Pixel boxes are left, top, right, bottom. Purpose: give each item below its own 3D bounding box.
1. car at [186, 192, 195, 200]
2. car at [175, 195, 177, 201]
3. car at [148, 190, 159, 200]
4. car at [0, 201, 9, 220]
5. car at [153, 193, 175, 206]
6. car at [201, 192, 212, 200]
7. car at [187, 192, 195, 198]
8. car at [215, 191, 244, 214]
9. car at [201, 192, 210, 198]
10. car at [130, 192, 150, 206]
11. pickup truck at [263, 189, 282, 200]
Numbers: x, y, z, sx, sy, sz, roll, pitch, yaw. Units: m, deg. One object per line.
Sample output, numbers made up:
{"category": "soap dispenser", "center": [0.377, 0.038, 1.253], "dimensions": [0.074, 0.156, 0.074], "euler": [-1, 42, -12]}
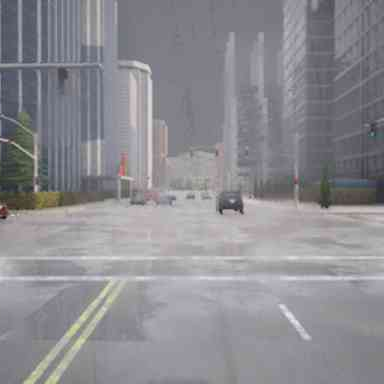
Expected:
{"category": "car", "center": [-0.259, 0.884, 71.239], "dimensions": [2.128, 1.511, 4.902], "euler": [0, 1, 0]}
{"category": "car", "center": [-3.754, 1.061, 60.974], "dimensions": [1.895, 1.301, 4.718], "euler": [0, 1, 0]}
{"category": "car", "center": [-7.250, 0.677, 61.111], "dimensions": [2.150, 2.045, 5.566], "euler": [0, 1, 0]}
{"category": "car", "center": [-15.441, 1.147, 23.395], "dimensions": [4.553, 1.767, 2.097], "euler": [0, 1, 9]}
{"category": "car", "center": [-3.744, 1.162, 45.175], "dimensions": [1.994, 1.385, 4.181], "euler": [0, 1, 0]}
{"category": "car", "center": [3.240, 0.948, 71.588], "dimensions": [1.895, 1.301, 4.718], "euler": [0, 1, 0]}
{"category": "car", "center": [-0.297, 0.696, 81.559], "dimensions": [1.895, 1.301, 4.718], "euler": [0, 1, 0]}
{"category": "car", "center": [3.486, 0.941, 31.412], "dimensions": [2.150, 2.045, 5.566], "euler": [0, 1, 0]}
{"category": "car", "center": [3.203, 0.653, 81.541], "dimensions": [1.994, 1.385, 4.181], "euler": [0, 1, 0]}
{"category": "car", "center": [-7.245, 1.104, 45.267], "dimensions": [1.837, 1.490, 4.892], "euler": [0, 1, 0]}
{"category": "pickup truck", "center": [16.378, 0.460, 67.034], "dimensions": [2.390, 2.098, 6.274], "euler": [0, 1, 30]}
